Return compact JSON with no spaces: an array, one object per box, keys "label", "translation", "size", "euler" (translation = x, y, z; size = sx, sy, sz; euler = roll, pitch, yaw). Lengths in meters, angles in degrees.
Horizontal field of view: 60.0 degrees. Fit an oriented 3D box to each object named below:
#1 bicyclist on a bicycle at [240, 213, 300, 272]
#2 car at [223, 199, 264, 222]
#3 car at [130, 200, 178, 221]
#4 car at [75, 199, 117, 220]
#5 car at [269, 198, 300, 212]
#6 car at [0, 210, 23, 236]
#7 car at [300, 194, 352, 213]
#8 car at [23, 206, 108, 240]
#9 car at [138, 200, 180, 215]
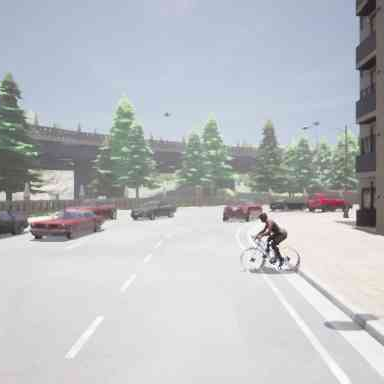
[{"label":"bicyclist on a bicycle","translation":[2.153,1.409,9.219],"size":[1.656,1.620,0.582],"euler":[-1,0,2]},{"label":"car","translation":[4.205,1.347,26.697],"size":[2.097,1.767,4.553],"euler":[0,0,28]},{"label":"car","translation":[-3.197,1.497,27.726],"size":[1.837,1.490,4.892],"euler":[0,0,26]},{"label":"car","translation":[-7.752,1.343,25.518],"size":[2.097,1.767,4.553],"euler":[0,0,21]},{"label":"car","translation":[11.189,1.465,38.646],"size":[5.008,1.535,1.882],"euler":[0,0,-33]},{"label":"car","translation":[-9.901,1.542,15.824],"size":[2.033,1.411,5.357],"euler":[0,0,5]},{"label":"car","translation":[15.268,1.210,37.114],"size":[5.566,2.045,2.150],"euler":[0,0,-26]},{"label":"car","translation":[-6.233,1.595,17.104],"size":[1.895,1.301,4.718],"euler":[0,0,7]},{"label":"car","translation":[-3.357,1.553,34.530],"size":[1.994,1.385,4.181],"euler":[0,0,35]}]
